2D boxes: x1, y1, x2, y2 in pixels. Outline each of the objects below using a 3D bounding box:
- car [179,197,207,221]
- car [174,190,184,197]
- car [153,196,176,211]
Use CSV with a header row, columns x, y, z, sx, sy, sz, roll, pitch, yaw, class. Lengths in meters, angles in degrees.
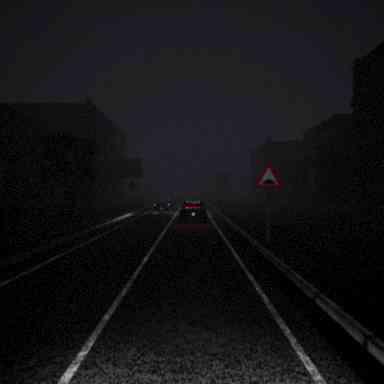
x,y,z,sx,sy,sz,roll,pitch,yaw,class
0.095,1.294,24.475,2.128,1.511,4.902,0,-1,0,car
-2.988,0.351,76.530,2.097,1.767,4.553,0,1,0,car
-3.090,1.352,36.083,1.895,1.301,4.718,0,0,0,car
